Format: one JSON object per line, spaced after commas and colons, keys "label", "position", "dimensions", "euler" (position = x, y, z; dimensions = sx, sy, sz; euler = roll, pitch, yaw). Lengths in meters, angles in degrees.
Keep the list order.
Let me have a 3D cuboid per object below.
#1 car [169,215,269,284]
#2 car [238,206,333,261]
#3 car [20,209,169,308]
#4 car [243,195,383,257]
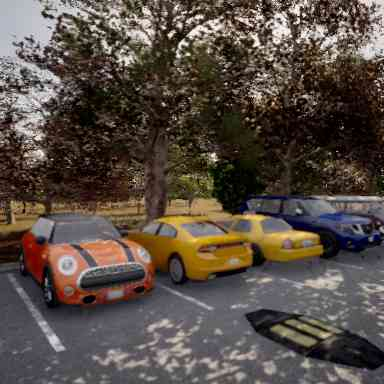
{"label": "car", "position": [-0.453, 1.461, 9.731], "dimensions": [2.097, 1.535, 5.008], "euler": [0, 0, -35]}
{"label": "car", "position": [1.804, 1.439, 11.574], "dimensions": [1.946, 1.575, 5.366], "euler": [0, 0, -35]}
{"label": "car", "position": [-2.742, 1.349, 8.143], "dimensions": [2.185, 1.767, 4.553], "euler": [0, 0, -35]}
{"label": "car", "position": [4.194, 1.172, 13.017], "dimensions": [2.435, 2.045, 5.566], "euler": [0, 0, -35]}
